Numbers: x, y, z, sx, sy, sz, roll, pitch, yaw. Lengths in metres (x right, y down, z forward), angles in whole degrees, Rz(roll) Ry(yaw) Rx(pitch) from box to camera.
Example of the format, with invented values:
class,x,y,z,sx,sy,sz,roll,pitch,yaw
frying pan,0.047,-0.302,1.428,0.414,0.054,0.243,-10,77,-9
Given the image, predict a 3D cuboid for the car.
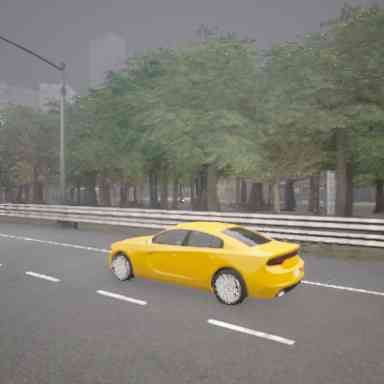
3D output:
class,x,y,z,sx,sy,sz,roll,pitch,yaw
car,0.083,1.478,8.111,5.008,1.535,1.882,0,0,35
